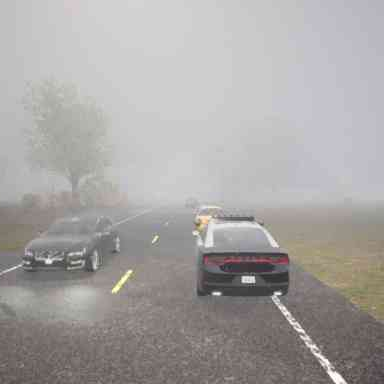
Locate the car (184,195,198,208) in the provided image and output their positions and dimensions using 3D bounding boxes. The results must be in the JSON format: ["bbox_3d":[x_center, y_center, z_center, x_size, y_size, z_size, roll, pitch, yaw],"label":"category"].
[{"bbox_3d":[0.021,1.522,46.613,1.994,1.385,4.181,0,0,1],"label":"car"}]

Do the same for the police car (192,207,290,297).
[{"bbox_3d":[1.048,1.423,8.763,1.930,1.638,5.238,0,0,0],"label":"police car"}]

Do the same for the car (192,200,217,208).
[{"bbox_3d":[1.045,1.449,18.843,1.801,1.575,5.366,0,0,0],"label":"car"}]

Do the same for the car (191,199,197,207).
[{"bbox_3d":[1.044,1.515,24.654,1.812,1.442,4.674,0,0,0],"label":"car"}]

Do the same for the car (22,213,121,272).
[{"bbox_3d":[-3.603,1.502,10.787,1.837,1.490,4.892,0,0,0],"label":"car"}]
